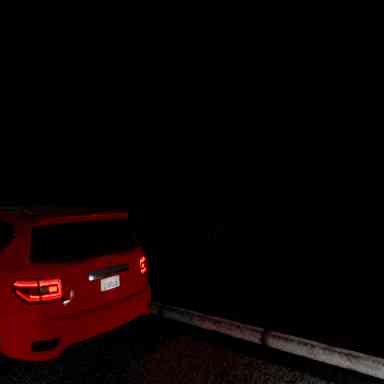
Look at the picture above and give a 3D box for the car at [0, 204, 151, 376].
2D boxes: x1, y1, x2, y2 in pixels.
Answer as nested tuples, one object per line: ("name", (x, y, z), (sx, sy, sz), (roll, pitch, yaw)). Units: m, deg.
("car", (-3.215, 1.229, 5.670), (5.566, 2.045, 2.150), (0, 0, 35))
